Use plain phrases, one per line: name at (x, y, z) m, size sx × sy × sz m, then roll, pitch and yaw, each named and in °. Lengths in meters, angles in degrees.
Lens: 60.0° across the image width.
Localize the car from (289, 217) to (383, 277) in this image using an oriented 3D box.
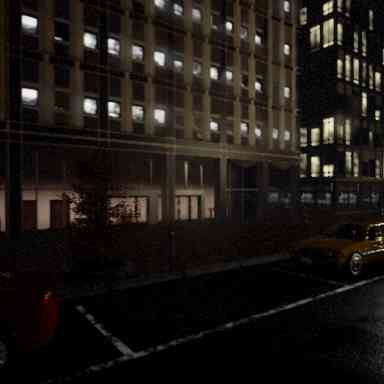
car at (4.945, 1.462, 10.079) m, size 4.829 × 1.417 × 1.752 m, roll 0°, pitch 0°, yaw -35°

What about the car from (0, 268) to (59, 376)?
car at (-3.935, 1.553, 3.750) m, size 4.507 × 1.381 × 1.887 m, roll 0°, pitch 1°, yaw -35°
